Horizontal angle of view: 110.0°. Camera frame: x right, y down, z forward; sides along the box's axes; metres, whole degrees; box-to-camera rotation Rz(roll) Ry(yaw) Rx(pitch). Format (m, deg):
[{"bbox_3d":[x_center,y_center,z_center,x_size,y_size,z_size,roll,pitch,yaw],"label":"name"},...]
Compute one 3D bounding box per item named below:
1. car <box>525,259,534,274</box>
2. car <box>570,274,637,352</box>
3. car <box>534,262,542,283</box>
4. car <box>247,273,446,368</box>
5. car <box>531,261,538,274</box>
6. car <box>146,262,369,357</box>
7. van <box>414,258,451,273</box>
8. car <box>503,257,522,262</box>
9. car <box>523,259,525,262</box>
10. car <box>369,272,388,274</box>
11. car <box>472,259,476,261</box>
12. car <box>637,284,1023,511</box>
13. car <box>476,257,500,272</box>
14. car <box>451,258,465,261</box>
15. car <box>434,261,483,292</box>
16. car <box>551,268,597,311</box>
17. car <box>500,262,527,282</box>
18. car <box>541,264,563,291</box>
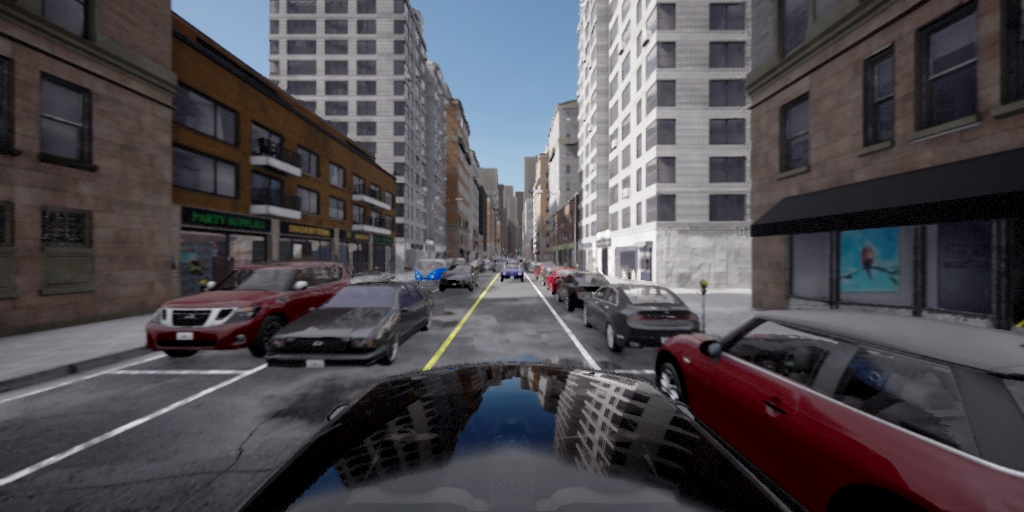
[{"bbox_3d":[2.854,1.325,41.883,2.007,1.370,4.403,0,0,0],"label":"car"},{"bbox_3d":[2.856,1.307,8.727,2.007,1.370,4.403,0,0,0],"label":"car"},{"bbox_3d":[2.856,1.319,25.305,2.007,1.370,4.403,0,0,0],"label":"car"},{"bbox_3d":[-3.096,1.304,8.278,2.033,1.411,5.357,0,0,0],"label":"car"},{"bbox_3d":[2.855,1.353,30.831,1.802,1.307,4.207,0,0,0],"label":"car"},{"bbox_3d":[-5.669,1.072,8.727,2.192,1.841,5.009,0,0,0],"label":"car"},{"bbox_3d":[-5.670,1.110,25.305,1.690,1.789,3.998,0,0,0],"label":"van"},{"bbox_3d":[0.082,1.253,48.884,1.882,1.535,5.008,0,0,0],"label":"car"},{"bbox_3d":[2.854,1.326,47.409,2.007,1.370,4.403,0,0,0],"label":"car"},{"bbox_3d":[-5.669,1.312,14.254,2.007,1.370,4.403,0,0,0],"label":"car"},{"bbox_3d":[-5.672,1.302,52.765,1.751,1.417,4.829,0,0,0],"label":"car"},{"bbox_3d":[2.857,1.191,3.200,1.967,1.591,4.097,0,0,0],"label":"car"},{"bbox_3d":[-3.004,1.271,45.857,2.128,1.511,4.902,0,0,0],"label":"car"},{"bbox_3d":[-5.670,1.086,30.831,2.192,1.841,5.009,0,0,0],"label":"car"},{"bbox_3d":[-3.081,1.272,21.619,1.837,1.490,4.892,0,0,1],"label":"car"},{"bbox_3d":[2.856,1.327,14.253,1.948,1.339,4.313,0,0,0],"label":"car"},{"bbox_3d":[0.023,1.372,29.599,1.895,1.301,4.718,0,0,1],"label":"car"},{"bbox_3d":[2.856,1.310,19.779,1.888,1.381,4.507,0,0,0],"label":"car"}]
